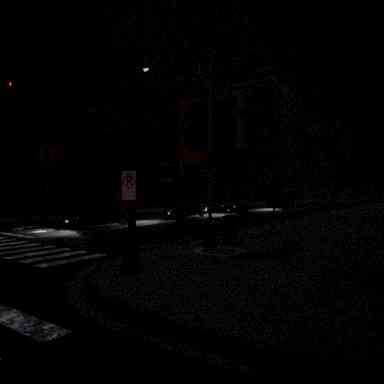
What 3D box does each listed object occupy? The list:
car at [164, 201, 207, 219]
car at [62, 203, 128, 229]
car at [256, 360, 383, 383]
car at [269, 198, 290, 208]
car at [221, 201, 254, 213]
[{"bbox_3d":[-0.521,1.528,29.883,2.128,1.511,4.902,0,0,35],"label":"car"},{"bbox_3d":[-6.173,1.526,21.916,1.837,1.490,4.892,0,0,33],"label":"car"},{"bbox_3d":[2.150,1.551,1.312,4.403,1.369,2.008,0,0,36],"label":"car"},{"bbox_3d":[12.843,1.581,48.656,2.128,1.511,4.902,0,0,36],"label":"car"},{"bbox_3d":[5.220,1.658,37.995,1.895,1.301,4.718,0,0,35],"label":"car"}]
